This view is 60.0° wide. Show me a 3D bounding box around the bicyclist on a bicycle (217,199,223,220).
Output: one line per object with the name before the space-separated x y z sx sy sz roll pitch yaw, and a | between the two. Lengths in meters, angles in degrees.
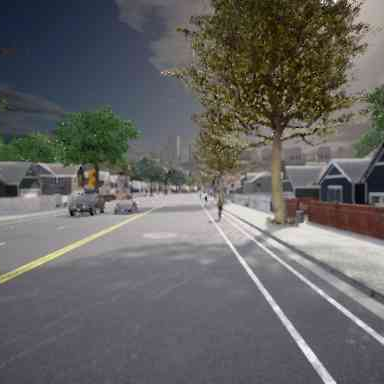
bicyclist on a bicycle | 2.242 1.414 26.414 0.582 1.620 1.656 0 0 0

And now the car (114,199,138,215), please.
car | -6.606 1.475 33.778 1.812 1.442 4.674 0 0 0

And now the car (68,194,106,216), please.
car | -9.863 1.174 31.705 2.150 2.045 5.566 0 0 0

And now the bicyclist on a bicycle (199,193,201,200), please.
bicyclist on a bicycle | 2.227 1.216 86.795 0.659 1.776 1.843 0 0 0

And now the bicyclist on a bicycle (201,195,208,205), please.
bicyclist on a bicycle | 2.236 1.289 52.805 0.659 1.776 1.843 0 0 0
